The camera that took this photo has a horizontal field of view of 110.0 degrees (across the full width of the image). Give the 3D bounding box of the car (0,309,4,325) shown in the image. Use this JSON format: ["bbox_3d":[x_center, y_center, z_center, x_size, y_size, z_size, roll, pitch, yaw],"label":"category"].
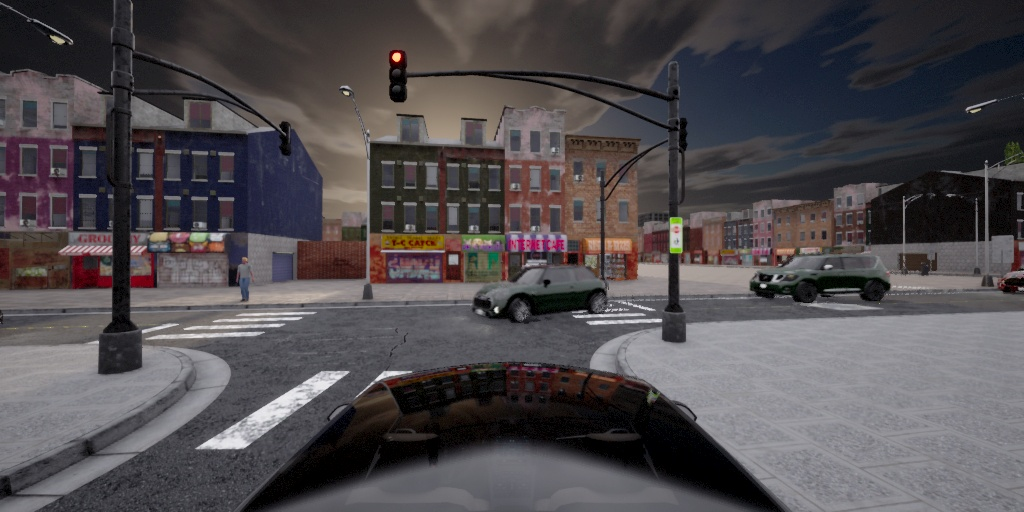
[{"bbox_3d":[-15.411,1.277,8.354,4.902,1.511,2.128,0,0,-8],"label":"car"}]

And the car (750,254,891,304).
[{"bbox_3d":[13.576,0.942,15.869,5.566,2.045,2.150,0,0,-8],"label":"car"}]

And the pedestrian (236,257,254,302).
[{"bbox_3d":[-11.107,0.945,14.948,0.375,1.860,0.375,0,0,-9],"label":"pedestrian"}]

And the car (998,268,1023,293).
[{"bbox_3d":[27.394,1.038,18.001,4.553,1.767,2.097,0,0,-8],"label":"car"}]

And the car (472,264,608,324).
[{"bbox_3d":[0.972,1.103,12.053,4.553,1.767,2.097,0,0,-29],"label":"car"}]
